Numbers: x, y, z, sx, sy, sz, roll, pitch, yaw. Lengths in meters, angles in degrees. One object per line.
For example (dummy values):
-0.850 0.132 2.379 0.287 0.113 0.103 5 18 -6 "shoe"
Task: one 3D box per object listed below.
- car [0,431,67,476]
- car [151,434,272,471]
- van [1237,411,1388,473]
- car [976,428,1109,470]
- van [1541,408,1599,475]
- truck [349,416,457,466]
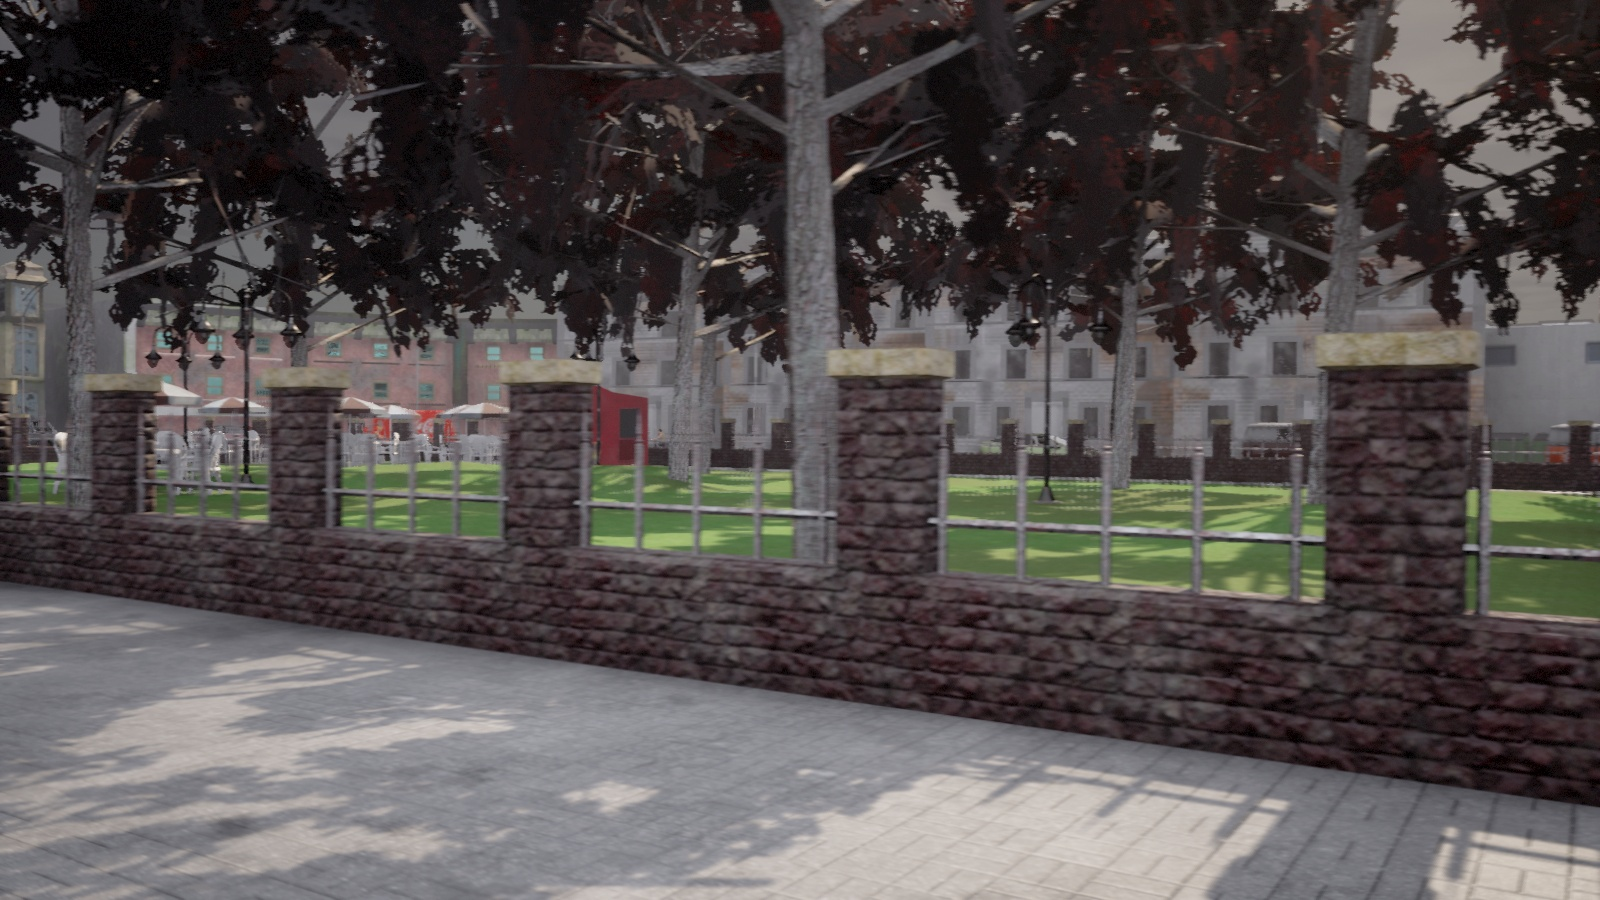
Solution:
-33.440 0.134 52.331 1.932 1.855 4.605 0 0 32 "car"
-28.264 0.086 60.443 2.033 1.649 4.856 0 1 36 "car"
17.188 -0.256 42.162 4.442 1.987 1.775 0 1 32 "van"
9.112 -0.059 47.294 4.514 1.525 2.007 0 1 32 "car"
24.690 -0.259 37.394 4.442 1.987 1.775 0 1 32 "van"
-21.027 -0.492 66.752 5.204 2.467 2.627 -1 1 -12 "truck"
